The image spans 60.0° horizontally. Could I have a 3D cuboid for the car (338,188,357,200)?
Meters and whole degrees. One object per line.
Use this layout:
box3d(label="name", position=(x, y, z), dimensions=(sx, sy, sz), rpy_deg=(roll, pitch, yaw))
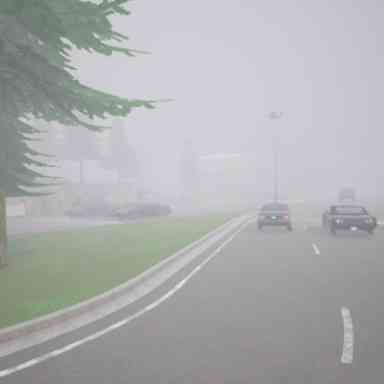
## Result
box3d(label="car", position=(22.746, 0.389, 48.669), dimensions=(2.150, 2.045, 5.566), rpy_deg=(-1, 0, 30))

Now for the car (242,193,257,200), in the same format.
box3d(label="car", position=(11.634, 0.895, 67.122), dimensions=(2.128, 1.511, 4.902), rpy_deg=(-1, 0, 29))

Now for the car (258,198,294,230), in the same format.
box3d(label="car", position=(4.922, 1.332, 19.517), dimensions=(2.033, 1.411, 5.357), rpy_deg=(-2, 0, 16))

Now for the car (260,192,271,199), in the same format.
box3d(label="car", position=(14.932, 0.801, 65.864), dimensions=(1.837, 1.490, 4.892), rpy_deg=(-1, 1, 29))

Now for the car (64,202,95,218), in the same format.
box3d(label="car", position=(-9.404, 1.669, 32.021), dimensions=(2.033, 1.411, 5.357), rpy_deg=(-1, 0, 45))

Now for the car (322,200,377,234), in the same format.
box3d(label="car", position=(7.845, 1.317, 17.011), dimensions=(1.895, 1.301, 4.718), rpy_deg=(-2, 0, 16))

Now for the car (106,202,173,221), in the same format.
box3d(label="car", position=(-4.051, 1.542, 27.647), dimensions=(2.033, 1.411, 5.357), rpy_deg=(-1, 0, 44))

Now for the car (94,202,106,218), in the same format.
box3d(label="car", position=(-6.103, 1.638, 30.542), dimensions=(1.895, 1.301, 4.718), rpy_deg=(-1, 0, 43))

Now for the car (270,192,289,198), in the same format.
box3d(label="car", position=(16.458, 0.845, 61.414), dimensions=(1.994, 1.385, 4.181), rpy_deg=(-1, 0, 29))
